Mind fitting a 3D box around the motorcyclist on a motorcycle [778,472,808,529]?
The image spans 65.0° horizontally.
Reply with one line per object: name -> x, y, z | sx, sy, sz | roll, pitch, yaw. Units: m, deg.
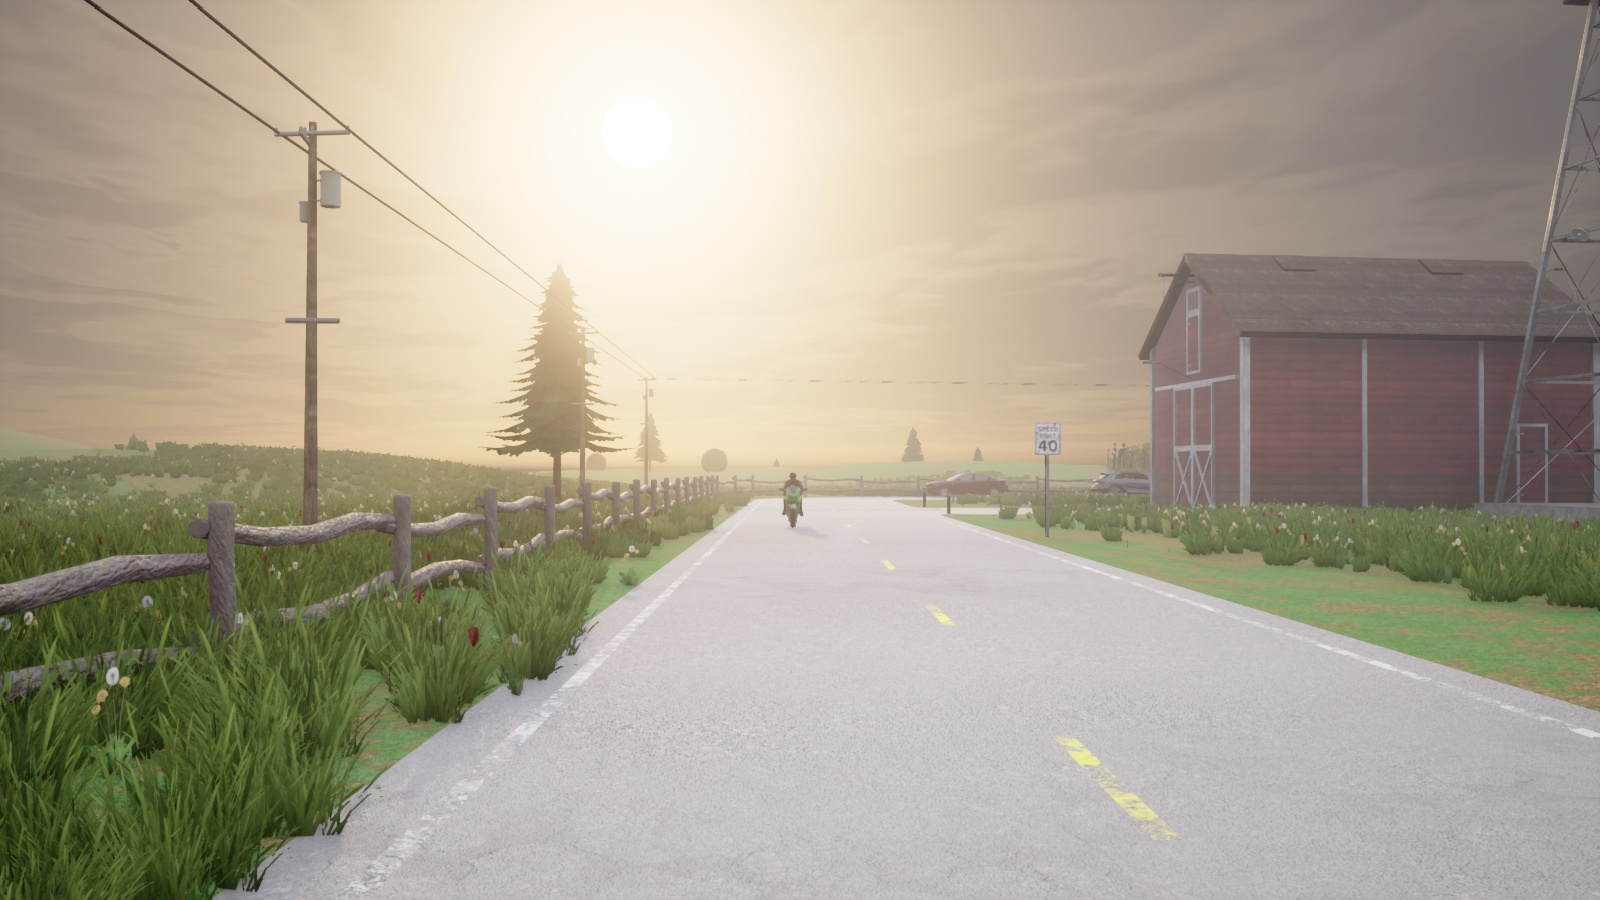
motorcyclist on a motorcycle -> -0.183, 1.377, 34.612 | 0.797, 1.523, 2.044 | 0, -1, 0

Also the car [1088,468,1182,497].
car -> 19.535, 1.894, 73.286 | 4.856, 1.649, 2.033 | 0, -1, -6

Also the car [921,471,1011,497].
car -> 9.963, 2.018, 75.527 | 5.008, 1.535, 1.882 | 0, -1, -6
